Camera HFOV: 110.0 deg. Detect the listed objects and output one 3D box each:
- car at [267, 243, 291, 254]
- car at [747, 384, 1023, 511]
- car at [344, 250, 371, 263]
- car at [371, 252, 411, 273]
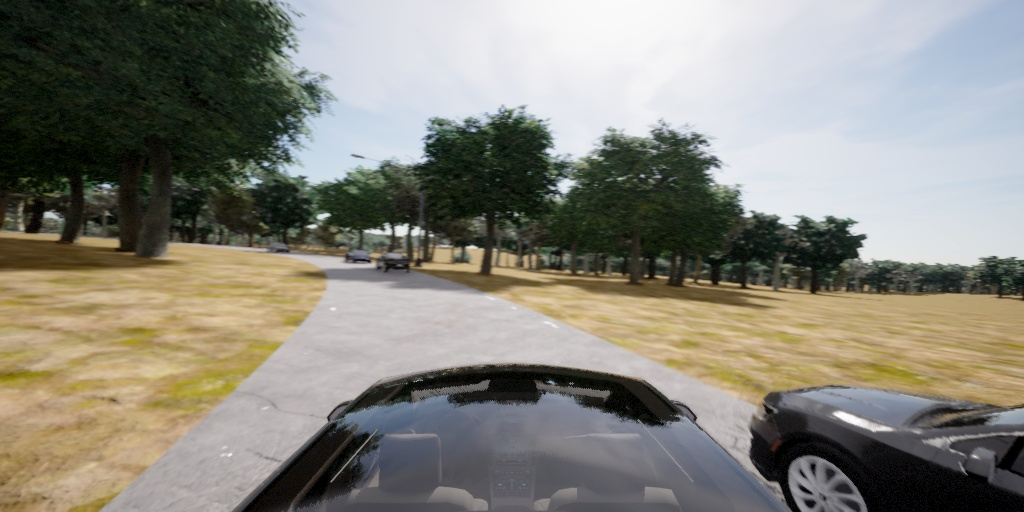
[{"bbox_3d":[-33.593,-1.123,51.640,4.892,1.490,1.837,4,0,40],"label":"car"},{"bbox_3d":[3.576,1.450,1.462,1.837,1.490,4.892,3,0,-16],"label":"car"},{"bbox_3d":[-16.866,0.025,39.188,1.994,1.385,4.181,3,1,-39],"label":"car"},{"bbox_3d":[-9.584,0.455,28.697,1.882,1.535,5.008,3,0,-31],"label":"car"}]
